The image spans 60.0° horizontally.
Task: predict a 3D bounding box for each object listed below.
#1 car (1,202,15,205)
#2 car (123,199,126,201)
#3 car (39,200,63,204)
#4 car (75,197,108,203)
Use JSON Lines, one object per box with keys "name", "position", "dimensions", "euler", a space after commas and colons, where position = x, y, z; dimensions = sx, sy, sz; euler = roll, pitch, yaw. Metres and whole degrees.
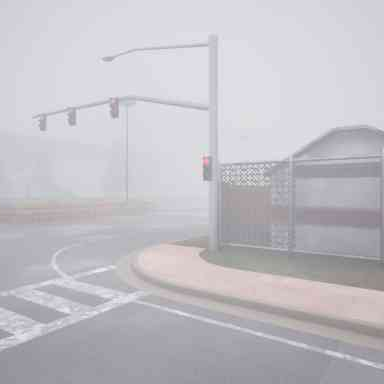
{"name": "car", "position": [-20.391, 1.547, 33.044], "dimensions": [2.033, 1.411, 5.357], "euler": [0, 0, 34]}
{"name": "car", "position": [-8.170, 1.547, 45.036], "dimensions": [2.033, 1.411, 5.357], "euler": [0, 0, 33]}
{"name": "car", "position": [-14.964, 1.564, 34.864], "dimensions": [1.994, 1.385, 4.181], "euler": [0, 0, 34]}
{"name": "car", "position": [-13.257, 1.505, 43.716], "dimensions": [1.837, 1.490, 4.892], "euler": [0, 0, 34]}
